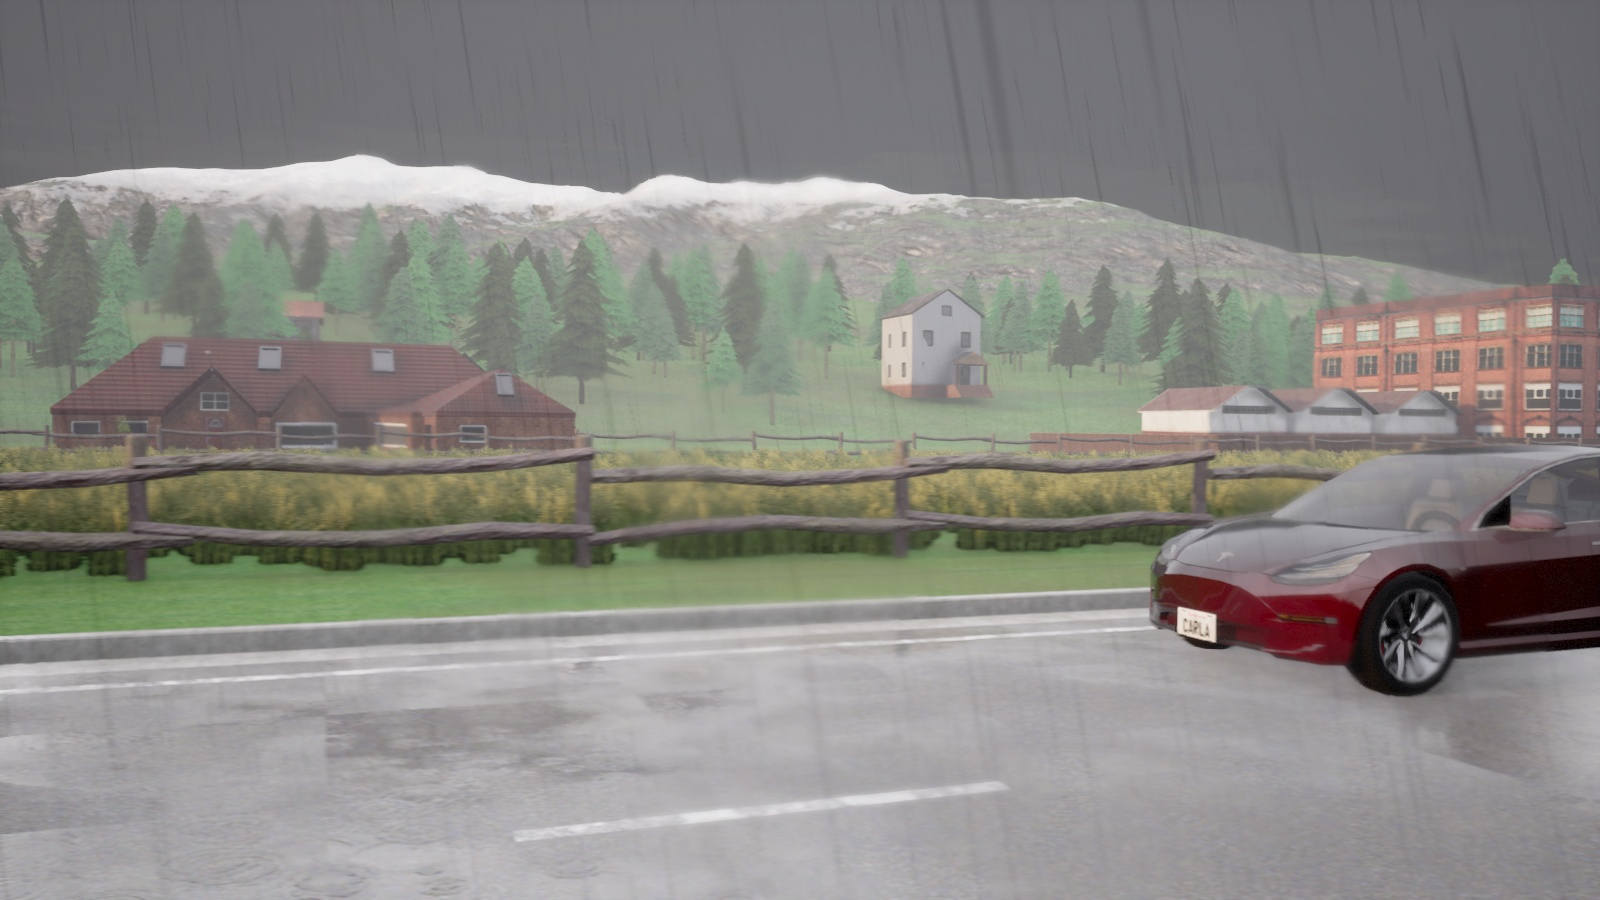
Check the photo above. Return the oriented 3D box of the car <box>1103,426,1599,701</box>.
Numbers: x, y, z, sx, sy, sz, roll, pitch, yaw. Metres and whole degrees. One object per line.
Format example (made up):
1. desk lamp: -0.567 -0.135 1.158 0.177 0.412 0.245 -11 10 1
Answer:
1. car: 4.794 0.593 8.803 4.792 1.488 2.163 -1 1 -21
